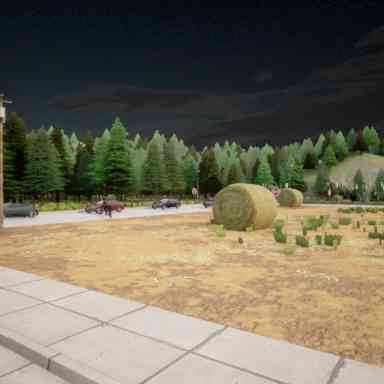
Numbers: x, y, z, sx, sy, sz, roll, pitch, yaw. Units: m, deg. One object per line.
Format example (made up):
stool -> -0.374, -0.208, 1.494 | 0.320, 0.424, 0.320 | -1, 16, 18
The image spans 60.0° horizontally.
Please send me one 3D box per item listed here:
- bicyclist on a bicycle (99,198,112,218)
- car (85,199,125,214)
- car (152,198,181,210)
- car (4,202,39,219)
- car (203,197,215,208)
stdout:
bicyclist on a bicycle -> -7.034, 1.327, 27.028 | 1.656, 1.620, 0.582 | 0, 0, 36
car -> -9.454, 1.552, 36.333 | 1.812, 1.442, 4.674 | 0, 0, 36
car -> -3.373, 1.552, 44.560 | 1.812, 1.442, 4.674 | 0, 0, 37
car -> -15.367, 1.591, 28.341 | 1.994, 1.385, 4.181 | 0, 0, 36
car -> 3.501, 1.518, 47.782 | 2.128, 1.511, 4.902 | 0, 0, 37
